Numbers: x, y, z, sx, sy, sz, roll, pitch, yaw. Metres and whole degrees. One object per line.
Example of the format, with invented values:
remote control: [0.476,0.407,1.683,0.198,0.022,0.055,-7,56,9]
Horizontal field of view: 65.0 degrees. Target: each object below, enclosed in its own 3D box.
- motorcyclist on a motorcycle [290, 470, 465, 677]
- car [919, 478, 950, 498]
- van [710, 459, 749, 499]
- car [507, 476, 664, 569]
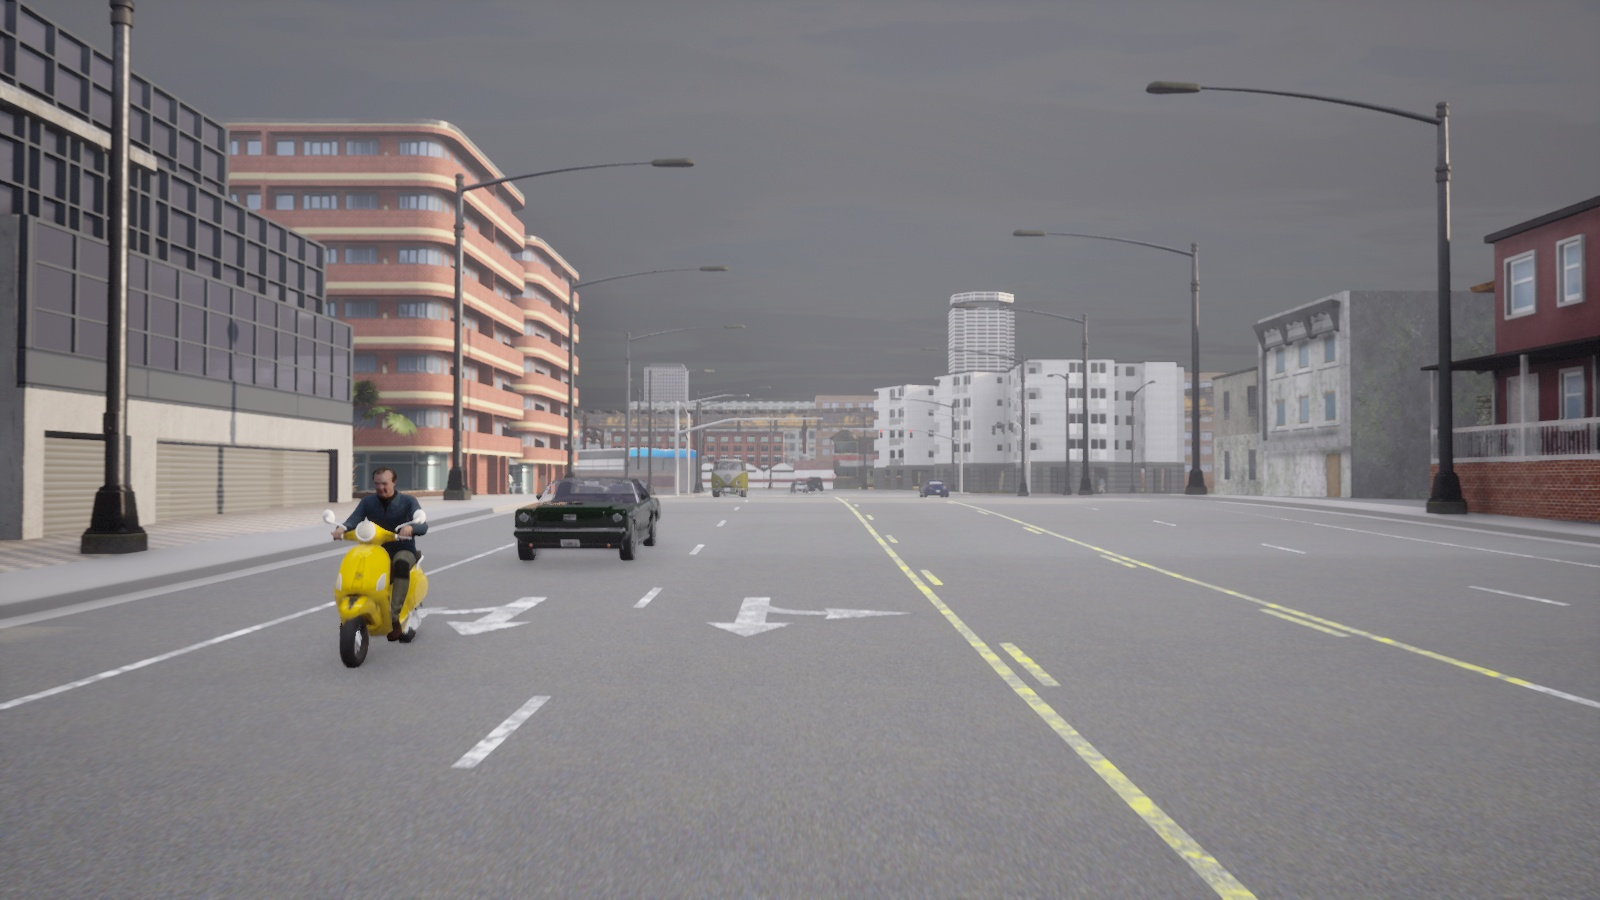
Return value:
motorcyclist on a motorcycle: [-3.528,0.973,10.672,0.866,1.590,1.817,0,0,0]
car: [10.280,2.927,96.021,1.812,1.442,4.674,0,-2,0]
van: [-3.660,1.545,65.808,1.775,1.987,4.442,0,-2,0]
car: [-3.554,1.159,21.648,1.895,1.301,4.718,0,0,0]
